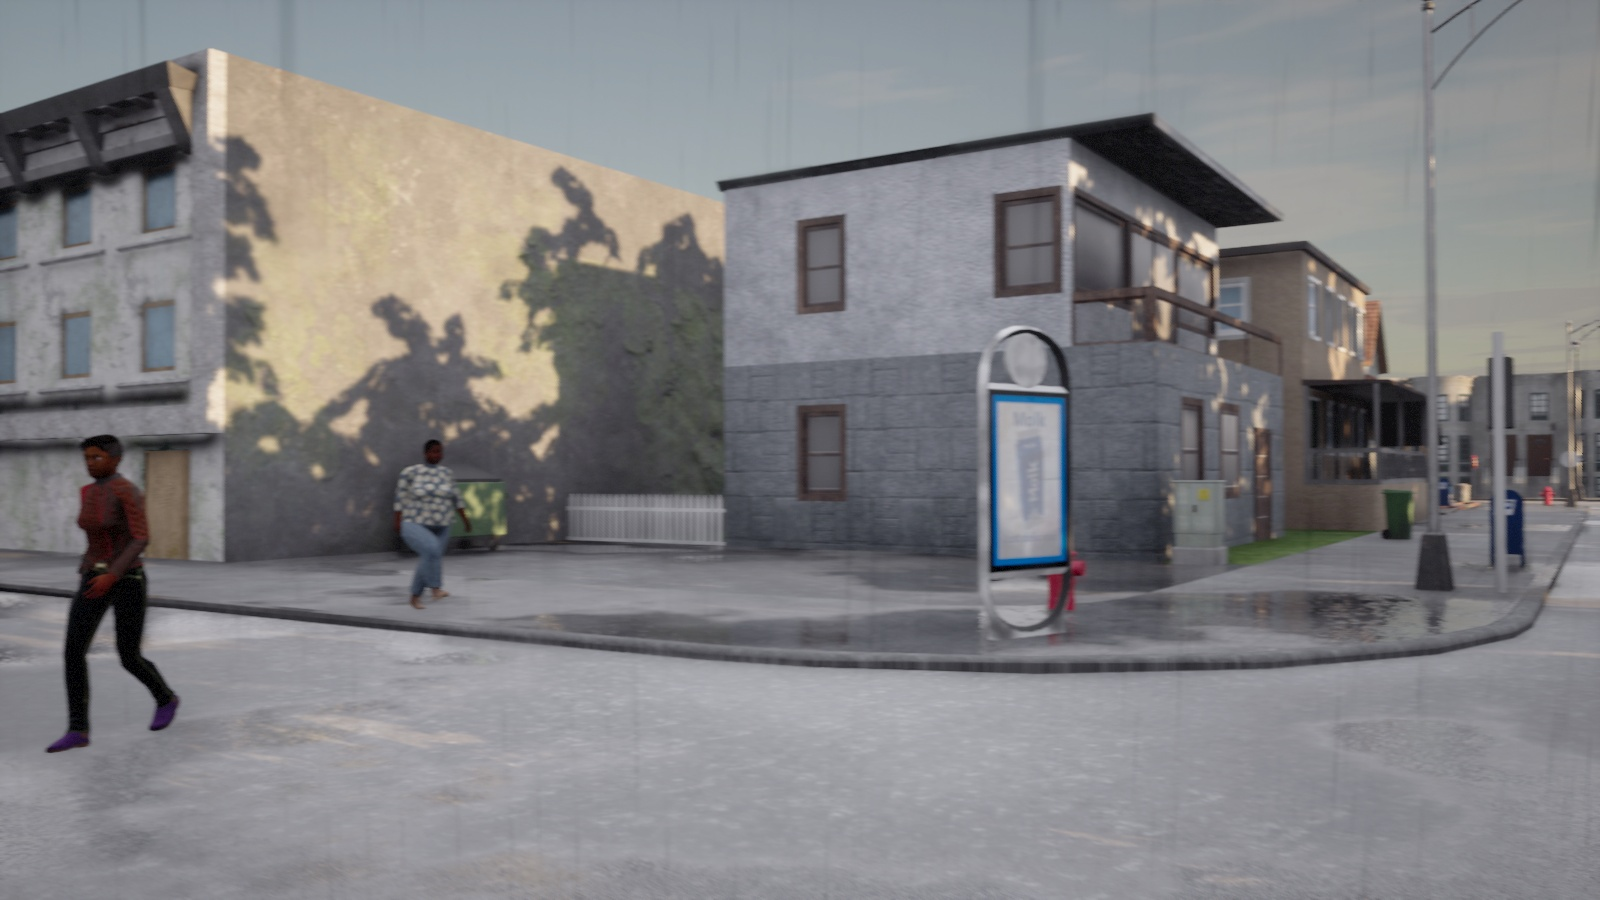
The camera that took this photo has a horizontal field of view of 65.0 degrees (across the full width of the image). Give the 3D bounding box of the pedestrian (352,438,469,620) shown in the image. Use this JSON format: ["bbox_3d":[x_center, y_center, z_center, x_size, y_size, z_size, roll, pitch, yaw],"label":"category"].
[{"bbox_3d":[-4.165,0.813,13.436,0.874,1.855,0.900,0,-1,-44],"label":"pedestrian"}]

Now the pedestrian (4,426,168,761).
[{"bbox_3d":[-4.087,0.781,7.228,0.328,1.805,0.869,-1,-1,12],"label":"pedestrian"}]
